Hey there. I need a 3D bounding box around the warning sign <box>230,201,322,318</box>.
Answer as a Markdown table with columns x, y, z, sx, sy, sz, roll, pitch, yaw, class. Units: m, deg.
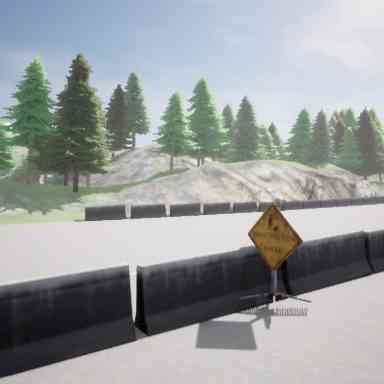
| x | y | z | sx | sy | sz | roll | pitch | yaw | class |
| --- | --- | --- | --- | --- | --- | --- | --- | --- | --- |
| 1.552 | 1.128 | 6.270 | 1.060 | 1.860 | 1.300 | 0 | 0 | -35 | warning sign |
